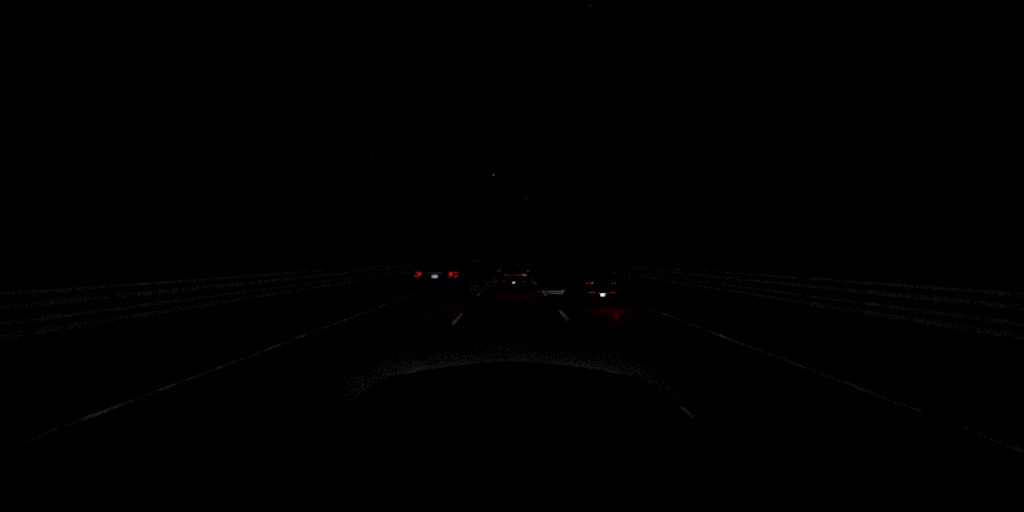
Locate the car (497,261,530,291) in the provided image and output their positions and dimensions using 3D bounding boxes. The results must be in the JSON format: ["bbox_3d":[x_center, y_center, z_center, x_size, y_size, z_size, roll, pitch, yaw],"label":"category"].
[{"bbox_3d":[0.101,1.270,22.324,2.128,1.511,4.902,0,0,0],"label":"car"}]

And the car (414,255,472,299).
[{"bbox_3d":[-3.397,0.994,18.447,2.150,2.045,5.566,0,0,0],"label":"car"}]

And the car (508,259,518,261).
[{"bbox_3d":[0.105,1.168,50.650,2.097,1.767,4.553,0,0,0],"label":"car"}]

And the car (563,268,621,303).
[{"bbox_3d":[3.604,1.275,16.666,1.837,1.490,4.892,0,0,0],"label":"car"}]
